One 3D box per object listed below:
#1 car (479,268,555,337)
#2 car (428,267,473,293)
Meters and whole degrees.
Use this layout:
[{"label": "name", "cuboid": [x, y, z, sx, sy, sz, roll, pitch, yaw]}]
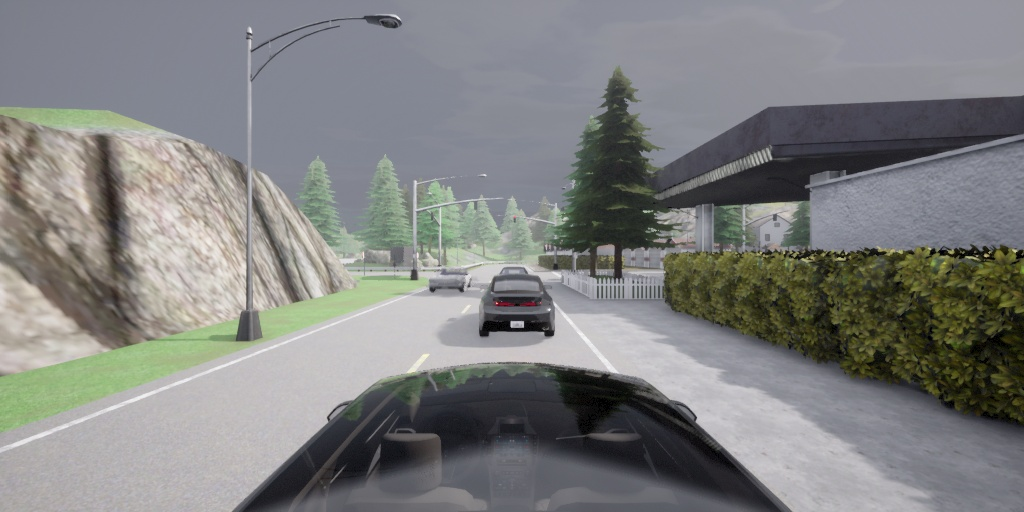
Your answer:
[{"label": "car", "cuboid": [0.119, 1.255, 10.288, 1.837, 1.490, 4.892, 0, 0, 0]}, {"label": "car", "cuboid": [-3.499, 1.351, 20.969, 1.895, 1.301, 4.718, 0, 0, 1]}]
